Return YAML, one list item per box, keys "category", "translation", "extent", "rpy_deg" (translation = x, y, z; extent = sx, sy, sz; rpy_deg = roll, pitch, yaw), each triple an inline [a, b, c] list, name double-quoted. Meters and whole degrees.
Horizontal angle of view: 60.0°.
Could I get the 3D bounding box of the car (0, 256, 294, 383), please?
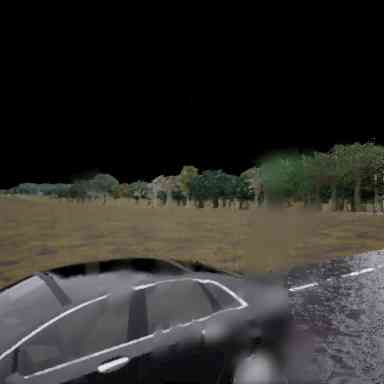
- category: "car"
  translation: [-1.053, 1.507, 3.240]
  extent: [4.892, 1.490, 1.837]
  rpy_deg: [0, 0, -36]
